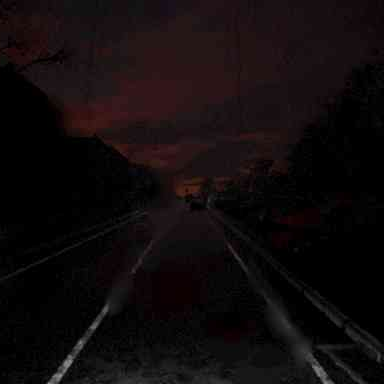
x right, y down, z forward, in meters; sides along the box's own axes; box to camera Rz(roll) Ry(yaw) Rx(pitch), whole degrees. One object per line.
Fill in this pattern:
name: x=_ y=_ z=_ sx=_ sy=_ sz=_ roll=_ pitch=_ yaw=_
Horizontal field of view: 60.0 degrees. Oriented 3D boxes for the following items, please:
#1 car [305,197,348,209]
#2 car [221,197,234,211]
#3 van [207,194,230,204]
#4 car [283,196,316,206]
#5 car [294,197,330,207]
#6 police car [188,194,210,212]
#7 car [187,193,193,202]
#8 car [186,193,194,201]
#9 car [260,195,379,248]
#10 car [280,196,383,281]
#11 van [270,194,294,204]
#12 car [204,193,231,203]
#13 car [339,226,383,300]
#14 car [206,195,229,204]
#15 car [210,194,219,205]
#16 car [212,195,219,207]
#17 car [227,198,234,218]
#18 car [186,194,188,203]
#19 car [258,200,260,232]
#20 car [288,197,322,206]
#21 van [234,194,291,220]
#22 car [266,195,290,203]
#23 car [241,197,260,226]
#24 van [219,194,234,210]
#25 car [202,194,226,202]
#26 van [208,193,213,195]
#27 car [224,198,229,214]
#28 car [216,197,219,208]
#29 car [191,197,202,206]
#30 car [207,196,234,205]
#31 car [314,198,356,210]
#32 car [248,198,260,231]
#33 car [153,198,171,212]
car: x=18.476 y=1.506 z=45.843 sx=5.008 sy=1.535 sz=2.097 roll=0 pitch=0 yaw=0
car: x=5.460 y=1.525 z=31.561 sx=4.792 sy=1.488 sz=2.163 roll=0 pitch=0 yaw=0
van: x=5.168 y=1.342 z=65.197 sx=4.442 sy=1.987 sz=1.878 roll=0 pitch=0 yaw=0
car: x=18.406 y=1.539 z=56.983 sx=5.008 sy=1.535 sz=2.097 roll=0 pitch=0 yaw=0
car: x=18.475 y=1.550 z=51.413 sx=4.792 sy=1.488 sz=2.163 roll=0 pitch=0 yaw=0
police car: x=0.783 y=1.455 z=39.980 sx=1.930 sy=1.638 sz=5.238 roll=0 pitch=0 yaw=0
car: x=0.736 y=1.400 z=49.860 sx=2.097 sy=1.767 sz=4.553 roll=0 pitch=0 yaw=0
car: x=-0.438 y=1.404 z=91.409 sx=2.150 sy=2.045 sz=5.566 roll=0 pitch=-1 yaw=0
car: x=5.582 y=1.238 z=11.938 sx=5.566 sy=2.045 sz=2.435 roll=0 pitch=0 yaw=0
car: x=5.600 y=1.238 z=9.135 sx=5.566 sy=2.045 sz=2.435 roll=0 pitch=0 yaw=0
van: x=18.464 y=1.352 z=68.128 sx=4.442 sy=1.987 sz=1.878 roll=0 pitch=0 yaw=0
car: x=5.283 y=1.340 z=70.803 sx=5.566 sy=2.045 sz=2.435 roll=0 pitch=0 yaw=0
car: x=5.643 y=1.528 z=6.332 sx=4.674 sy=1.452 sz=2.002 roll=0 pitch=0 yaw=0
car: x=5.237 y=1.453 z=68.001 sx=4.553 sy=1.767 sz=2.185 roll=0 pitch=0 yaw=0
car: x=5.363 y=1.520 z=51.176 sx=4.892 sy=1.521 sz=2.231 roll=0 pitch=0 yaw=0
car: x=5.415 y=1.500 z=42.770 sx=5.008 sy=1.535 sz=2.097 roll=0 pitch=0 yaw=0
car: x=5.519 y=1.494 z=25.954 sx=5.008 sy=1.535 sz=2.097 roll=0 pitch=0 yaw=0
car: x=-0.349 y=1.653 z=72.663 sx=1.994 sy=1.385 sz=4.181 roll=0 pitch=0 yaw=0
car: x=5.562 y=1.365 z=14.741 sx=4.553 sy=1.767 sz=2.185 roll=0 pitch=0 yaw=0
car: x=18.400 y=1.559 z=54.198 sx=4.792 sy=1.488 sz=2.163 roll=0 pitch=0 yaw=0
van: x=5.425 y=1.267 z=23.150 sx=4.442 sy=1.987 sz=1.878 roll=0 pitch=0 yaw=0
car: x=18.302 y=1.466 z=70.907 sx=4.553 sy=1.767 sz=2.185 roll=0 pitch=0 yaw=0
car: x=5.590 y=1.367 z=20.348 sx=4.553 sy=1.767 sz=2.185 roll=0 pitch=0 yaw=0
van: x=5.355 y=1.271 z=34.363 sx=4.442 sy=1.987 sz=1.878 roll=0 pitch=0 yaw=0
car: x=5.244 y=1.394 z=79.213 sx=5.566 sy=2.045 sz=2.435 roll=0 pitch=0 yaw=0
van: x=5.433 y=1.323 z=59.592 sx=4.442 sy=1.987 sz=1.878 roll=0 pitch=0 yaw=0
car: x=5.477 y=1.524 z=28.757 sx=4.792 sy=1.488 sz=2.163 roll=0 pitch=0 yaw=0
car: x=5.484 y=1.527 z=37.167 sx=4.792 sy=1.488 sz=2.163 roll=0 pitch=0 yaw=0
car: x=0.707 y=1.574 z=55.899 sx=1.837 sy=1.490 sz=4.892 roll=0 pitch=0 yaw=0
car: x=5.294 y=1.559 z=62.393 sx=4.892 sy=1.521 sz=2.231 roll=0 pitch=0 yaw=0
car: x=18.495 y=1.542 z=43.183 sx=4.674 sy=1.452 sz=2.002 roll=0 pitch=0 yaw=0
car: x=5.545 y=1.366 z=17.545 sx=4.553 sy=1.767 sz=2.185 roll=0 pitch=0 yaw=0
car: x=-3.530 y=1.506 z=39.400 sx=1.882 sy=1.535 sz=5.008 roll=0 pitch=0 yaw=0
